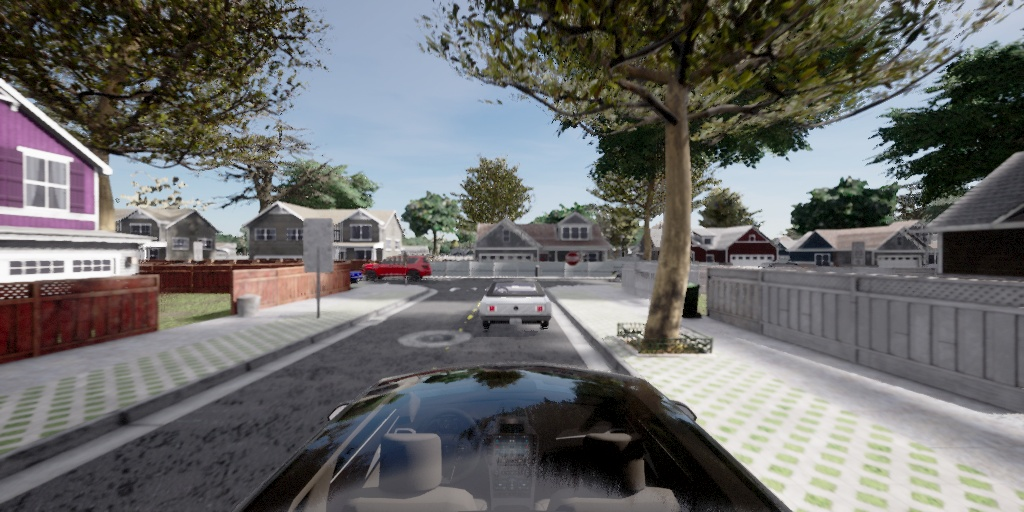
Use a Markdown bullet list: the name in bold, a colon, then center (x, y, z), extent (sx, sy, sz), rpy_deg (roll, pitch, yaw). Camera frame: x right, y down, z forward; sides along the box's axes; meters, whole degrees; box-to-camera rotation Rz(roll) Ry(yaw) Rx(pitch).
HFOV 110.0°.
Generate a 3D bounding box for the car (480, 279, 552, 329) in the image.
- **car**: center (0.101, 1.375, 11.353), extent (1.895, 1.301, 4.718), rpy_deg (0, 0, 0)

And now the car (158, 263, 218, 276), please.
- **car**: center (-23.091, 1.262, 25.676), extent (4.674, 1.442, 1.812), rpy_deg (0, 0, 0)

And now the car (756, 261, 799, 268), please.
- **car**: center (20.995, 1.248, 29.076), extent (4.553, 1.767, 2.097), rpy_deg (0, 0, -1)

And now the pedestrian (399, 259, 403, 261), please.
- **pedestrian**: center (-9.772, 0.889, 31.670), extent (0.375, 1.860, 0.375), rpy_deg (0, 0, -1)

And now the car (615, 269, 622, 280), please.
- **car**: center (10.831, 1.347, 28.977), extent (4.902, 1.511, 2.128), rpy_deg (0, 0, -1)

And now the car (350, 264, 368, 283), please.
- **car**: center (-13.245, 1.378, 25.777), extent (4.718, 1.301, 1.895), rpy_deg (0, 0, -1)

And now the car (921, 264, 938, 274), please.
- **car**: center (35.026, 1.437, 29.209), extent (4.902, 1.511, 2.128), rpy_deg (0, 0, 0)

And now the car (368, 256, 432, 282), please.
- **car**: center (-9.386, 0.989, 29.121), extent (5.566, 2.045, 2.150), rpy_deg (0, 0, -3)
